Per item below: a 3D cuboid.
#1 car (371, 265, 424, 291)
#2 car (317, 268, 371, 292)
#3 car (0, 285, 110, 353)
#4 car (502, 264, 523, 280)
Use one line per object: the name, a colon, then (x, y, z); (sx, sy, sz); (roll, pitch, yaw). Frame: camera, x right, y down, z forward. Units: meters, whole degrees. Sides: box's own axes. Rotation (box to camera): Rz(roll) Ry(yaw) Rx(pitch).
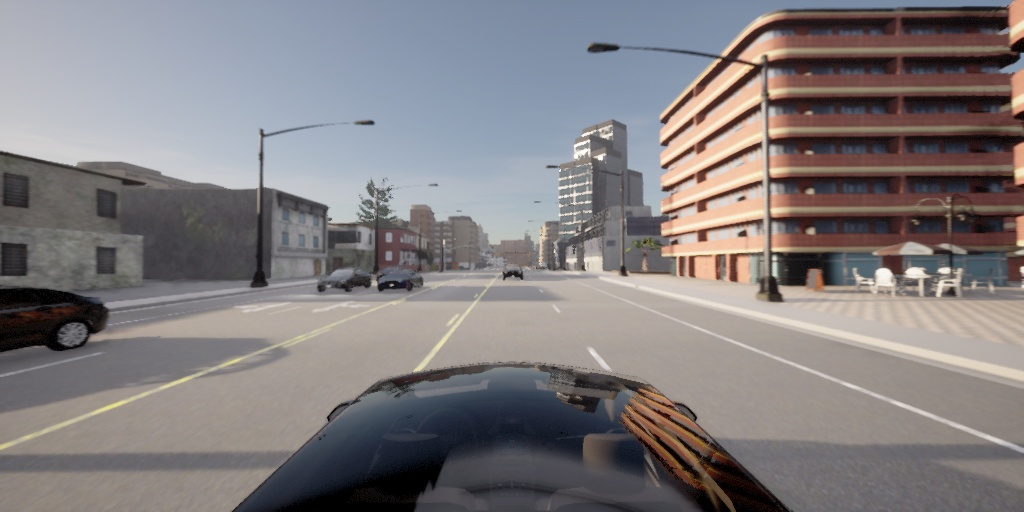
car: (-7.006, 1.507, 22.879); (1.994, 1.385, 4.181); (0, 0, 0)
car: (-10.506, 1.482, 22.888); (1.812, 1.442, 4.674); (0, 0, 0)
car: (-10.651, 1.344, 6.566); (1.837, 1.490, 4.892); (0, 0, 1)
car: (0.096, 1.517, 33.681); (1.895, 1.301, 4.718); (0, 0, 0)
